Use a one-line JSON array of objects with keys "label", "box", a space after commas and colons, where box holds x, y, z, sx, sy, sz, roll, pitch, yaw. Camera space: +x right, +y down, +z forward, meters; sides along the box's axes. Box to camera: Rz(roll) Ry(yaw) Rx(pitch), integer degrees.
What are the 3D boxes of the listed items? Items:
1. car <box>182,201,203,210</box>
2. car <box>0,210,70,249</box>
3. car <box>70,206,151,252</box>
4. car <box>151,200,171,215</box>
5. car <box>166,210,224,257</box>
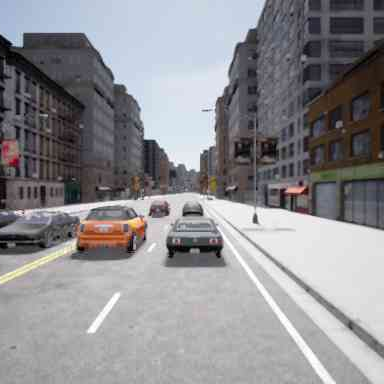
[{"label": "car", "box": [0.089, 1.577, 32.188, 1.994, 1.385, 4.181, 0, 0, 0]}, {"label": "car", "box": [-6.605, 1.553, 14.848, 2.033, 1.411, 5.357, 0, 0, 0]}, {"label": "car", "box": [-3.155, 1.357, 14.017, 2.097, 1.767, 4.553, 0, 0, 0]}, {"label": "car", "box": [-3.176, 1.539, 33.366, 1.812, 1.442, 4.674, 0, 0, 0]}, {"label": "car", "box": [0.096, 1.606, 12.928, 1.895, 1.301, 4.718, 0, 0, 0]}]
